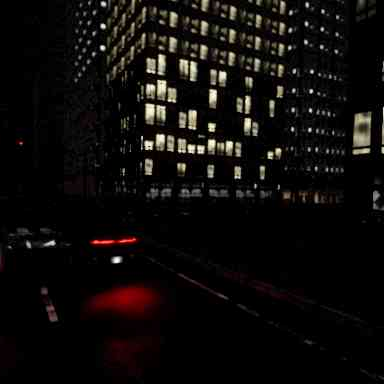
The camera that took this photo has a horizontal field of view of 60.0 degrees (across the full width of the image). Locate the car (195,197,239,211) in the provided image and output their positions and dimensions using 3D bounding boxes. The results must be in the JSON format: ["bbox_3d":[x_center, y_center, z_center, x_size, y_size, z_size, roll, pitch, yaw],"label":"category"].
[{"bbox_3d":[2.888,1.342,37.872,4.829,1.417,1.752,1,1,-28],"label":"car"}]

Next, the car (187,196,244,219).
[{"bbox_3d":[1.997,1.297,27.905,5.009,1.841,2.192,1,1,-28],"label":"car"}]

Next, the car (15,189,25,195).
[{"bbox_3d":[-38.981,-0.083,75.198,1.895,1.301,4.718,1,1,-29],"label":"car"}]

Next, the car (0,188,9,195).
[{"bbox_3d":[-41.808,-0.189,73.597,2.128,1.511,4.902,1,1,-29],"label":"car"}]

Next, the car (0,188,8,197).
[{"bbox_3d":[-36.985,0.228,64.878,1.895,1.301,4.718,1,1,-29],"label":"car"}]

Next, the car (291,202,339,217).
[{"bbox_3d":[12.098,1.742,33.282,4.829,1.417,1.752,1,1,-28],"label":"car"}]

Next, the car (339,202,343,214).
[{"bbox_3d":[16.926,1.910,35.851,4.206,1.307,1.802,1,1,-28],"label":"car"}]

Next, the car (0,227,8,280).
[{"bbox_3d":[-5.909,1.407,8.728,1.895,1.301,4.718,1,1,-28],"label":"car"}]

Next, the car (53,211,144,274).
[{"bbox_3d":[-2.983,1.351,10.162,1.837,1.490,4.892,1,1,-29],"label":"car"}]

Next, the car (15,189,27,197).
[{"bbox_3d":[-33.924,0.217,66.060,2.033,1.411,5.357,1,1,-29],"label":"car"}]

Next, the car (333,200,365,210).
[{"bbox_3d":[22.947,1.846,48.538,4.313,1.339,1.947,1,1,-28],"label":"car"}]
